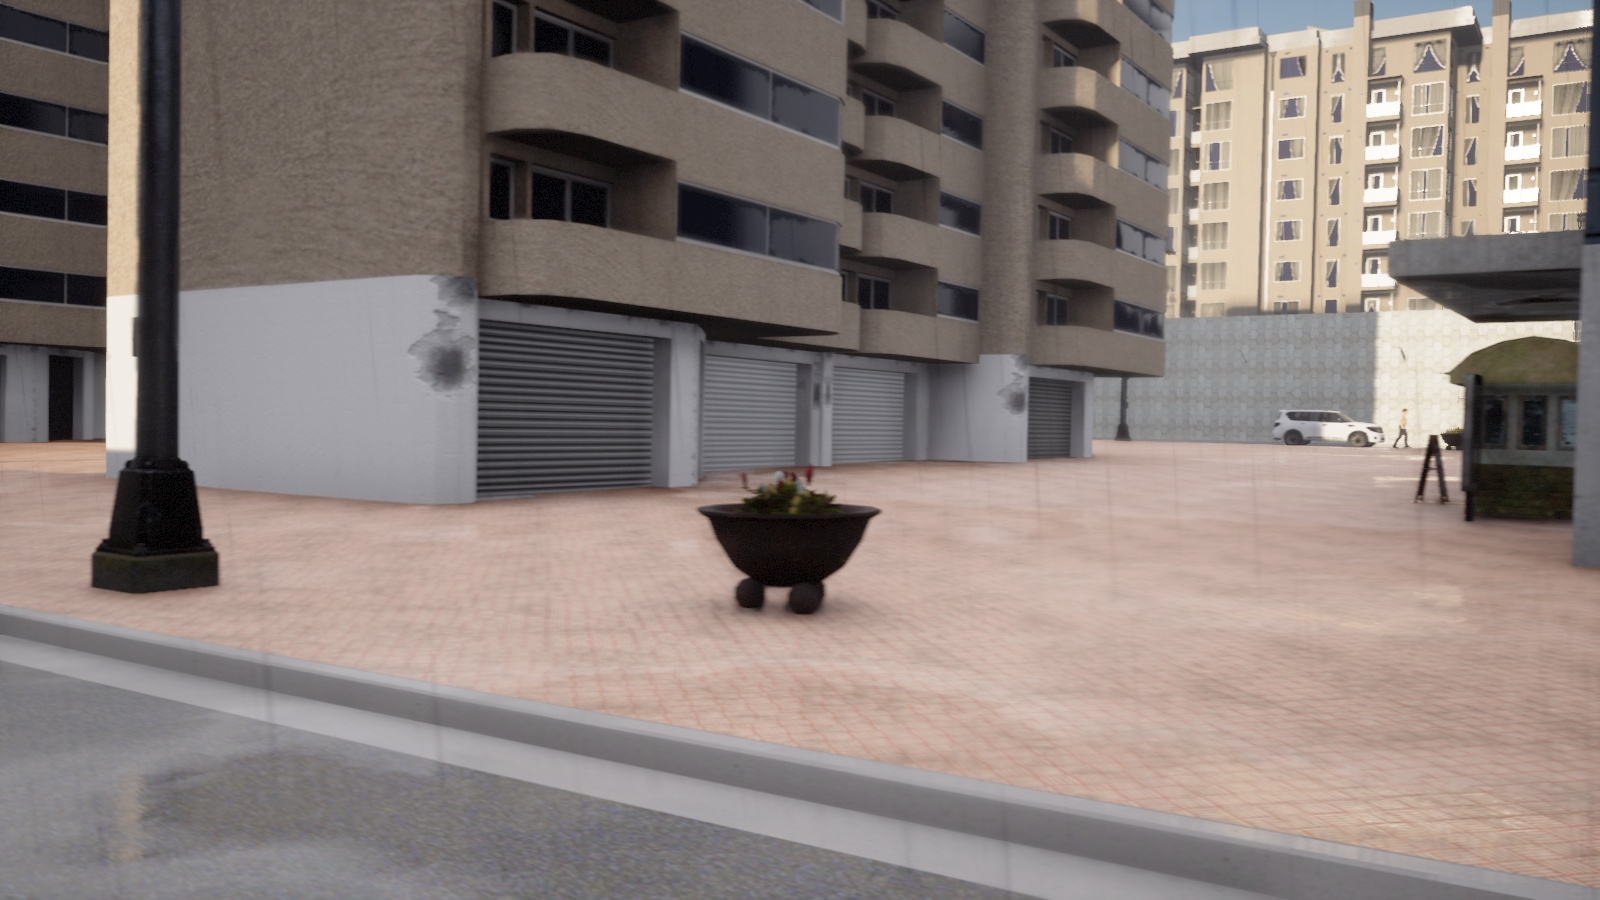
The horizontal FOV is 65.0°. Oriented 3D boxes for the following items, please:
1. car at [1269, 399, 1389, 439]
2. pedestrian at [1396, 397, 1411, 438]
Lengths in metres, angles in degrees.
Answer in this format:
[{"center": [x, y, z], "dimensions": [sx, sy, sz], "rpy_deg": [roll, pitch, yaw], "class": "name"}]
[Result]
[{"center": [28.382, -1.653, 67.464], "dimensions": [5.566, 2.045, 2.150], "rpy_deg": [1, 2, 35], "class": "car"}, {"center": [27.265, -1.485, 56.702], "dimensions": [0.594, 1.836, 0.345], "rpy_deg": [1, 1, 27], "class": "pedestrian"}]
